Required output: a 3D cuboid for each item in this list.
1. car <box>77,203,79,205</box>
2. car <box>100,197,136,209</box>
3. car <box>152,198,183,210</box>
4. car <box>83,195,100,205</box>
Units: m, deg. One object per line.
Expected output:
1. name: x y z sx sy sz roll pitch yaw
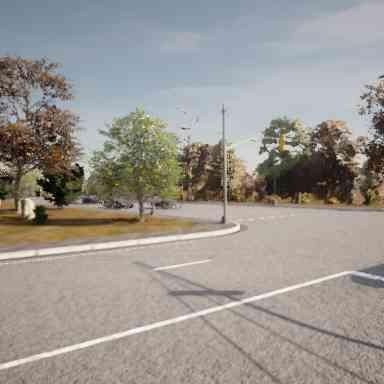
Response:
1. car: -20.604 1.421 55.808 1.882 1.535 5.008 -1 0 -39
2. car: -9.055 1.357 41.337 2.033 1.411 5.357 -1 1 -39
3. car: -3.020 1.258 39.403 1.812 1.442 4.674 -1 1 -39
4. car: -16.973 1.313 56.855 1.882 1.535 5.008 -1 0 -38
